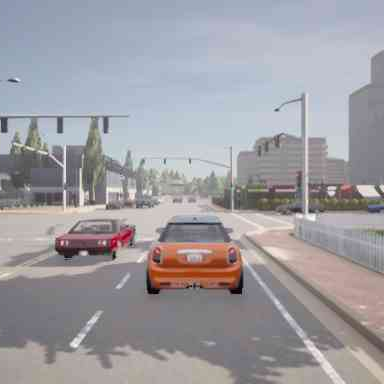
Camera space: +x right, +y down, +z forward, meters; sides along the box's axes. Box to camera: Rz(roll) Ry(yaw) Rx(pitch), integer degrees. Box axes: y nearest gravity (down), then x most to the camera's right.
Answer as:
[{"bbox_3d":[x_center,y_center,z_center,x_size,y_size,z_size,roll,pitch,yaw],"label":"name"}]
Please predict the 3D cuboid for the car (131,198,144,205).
[{"bbox_3d":[-10.552,1.854,64.802,1.994,1.385,4.181,0,0,0],"label":"car"}]

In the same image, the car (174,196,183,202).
[{"bbox_3d":[-3.508,1.816,87.464,1.994,1.385,4.181,0,0,0],"label":"car"}]

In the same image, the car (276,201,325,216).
[{"bbox_3d":[11.268,1.646,34.511,4.902,1.511,2.128,0,0,-1],"label":"car"}]

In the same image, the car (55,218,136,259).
[{"bbox_3d":[-3.413,1.659,12.759,1.895,1.301,4.718,0,0,0],"label":"car"}]

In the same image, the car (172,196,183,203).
[{"bbox_3d":[-3.507,1.860,77.509,1.812,1.442,4.674,0,0,0],"label":"car"}]

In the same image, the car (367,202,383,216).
[{"bbox_3d":[20.912,1.633,34.750,5.008,1.535,1.882,0,0,-2],"label":"car"}]

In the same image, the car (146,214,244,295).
[{"bbox_3d":[0.069,1.392,8.982,2.097,1.767,4.553,0,0,0],"label":"car"}]

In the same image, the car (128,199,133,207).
[{"bbox_3d":[-10.590,1.846,54.853,1.895,1.301,4.718,0,0,0],"label":"car"}]

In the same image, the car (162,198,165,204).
[{"bbox_3d":[-7.006,1.840,70.648,1.812,1.442,4.674,0,0,0],"label":"car"}]

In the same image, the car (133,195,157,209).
[{"bbox_3d":[-7.100,1.449,50.918,2.150,2.045,5.566,0,0,1],"label":"car"}]

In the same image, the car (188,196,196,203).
[{"bbox_3d":[-0.007,1.876,77.190,2.033,1.411,5.357,0,0,0],"label":"car"}]

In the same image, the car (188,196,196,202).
[{"bbox_3d":[-0.008,1.789,87.466,2.128,1.511,4.902,0,0,0],"label":"car"}]

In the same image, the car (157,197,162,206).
[{"bbox_3d":[-7.077,1.834,60.323,1.994,1.385,4.181,0,0,0],"label":"car"}]

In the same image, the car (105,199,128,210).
[{"bbox_3d":[-10.602,1.770,46.092,1.994,1.385,4.181,0,0,0],"label":"car"}]
